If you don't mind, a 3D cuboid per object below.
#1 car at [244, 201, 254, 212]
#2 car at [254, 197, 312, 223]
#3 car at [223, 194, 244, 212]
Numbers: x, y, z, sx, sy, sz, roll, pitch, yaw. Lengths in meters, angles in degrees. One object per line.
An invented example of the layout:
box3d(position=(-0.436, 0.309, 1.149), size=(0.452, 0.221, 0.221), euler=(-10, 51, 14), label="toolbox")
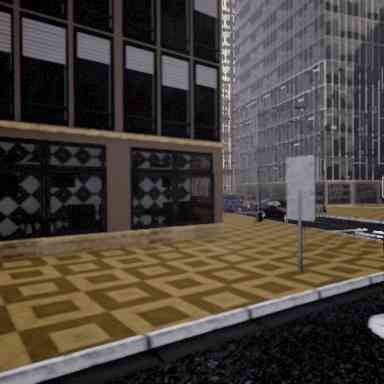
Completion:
box3d(position=(7.339, 1.220, 31.436), size=(2.033, 1.411, 5.357), euler=(-1, 1, -18), label="car")
box3d(position=(6.679, 1.274, 23.893), size=(1.882, 1.535, 5.008), euler=(0, 1, -18), label="car")
box3d(position=(3.723, 1.012, 32.996), size=(2.097, 1.767, 4.553), euler=(0, 1, -18), label="car")
